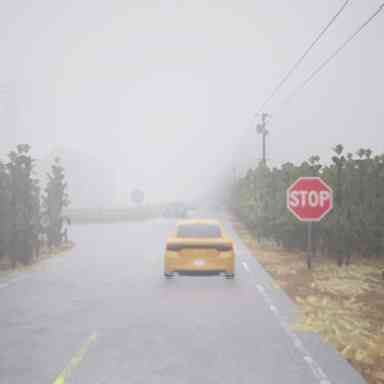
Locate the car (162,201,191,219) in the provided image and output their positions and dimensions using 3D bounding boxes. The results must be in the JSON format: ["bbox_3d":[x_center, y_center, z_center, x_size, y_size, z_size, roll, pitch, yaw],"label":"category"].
[{"bbox_3d":[-1.654,1.743,33.876,2.097,1.767,4.553,0,-1,5],"label":"car"}]

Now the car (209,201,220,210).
[{"bbox_3d":[3.729,2.152,54.666,1.812,1.442,4.674,0,-1,5],"label":"car"}]

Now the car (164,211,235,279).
[{"bbox_3d":[0.236,1.600,10.548,1.882,1.535,5.008,0,-1,1],"label":"car"}]

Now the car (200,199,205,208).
[{"bbox_3d":[1.363,2.094,64.776,2.097,1.767,4.553,0,-1,6],"label":"car"}]

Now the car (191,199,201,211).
[{"bbox_3d":[-0.190,2.128,49.141,1.994,1.385,4.181,0,-1,6],"label":"car"}]
